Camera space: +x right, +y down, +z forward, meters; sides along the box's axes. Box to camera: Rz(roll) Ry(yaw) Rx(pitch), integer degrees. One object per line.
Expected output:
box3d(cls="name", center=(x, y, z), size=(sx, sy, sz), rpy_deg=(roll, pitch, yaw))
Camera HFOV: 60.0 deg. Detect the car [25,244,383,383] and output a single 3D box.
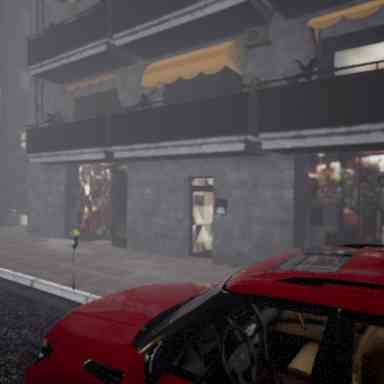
box3d(cls="car", center=(1.001, 1.314, 2.145), size=(5.009, 1.841, 2.192), rpy_deg=(0, 1, 36))
